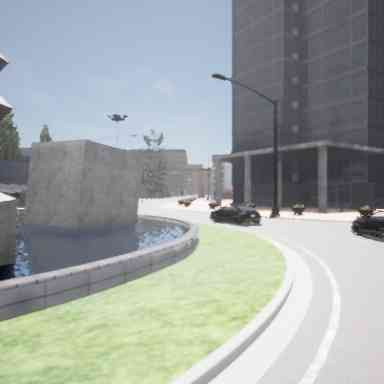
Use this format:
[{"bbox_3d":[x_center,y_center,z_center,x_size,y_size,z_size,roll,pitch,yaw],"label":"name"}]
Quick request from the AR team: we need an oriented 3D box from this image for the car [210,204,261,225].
[{"bbox_3d":[3.094,1.585,24.268,1.994,1.385,4.181,0,0,-31],"label":"car"}]

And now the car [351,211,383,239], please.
[{"bbox_3d":[9.492,1.580,15.906,1.994,1.385,4.181,0,0,-3],"label":"car"}]
